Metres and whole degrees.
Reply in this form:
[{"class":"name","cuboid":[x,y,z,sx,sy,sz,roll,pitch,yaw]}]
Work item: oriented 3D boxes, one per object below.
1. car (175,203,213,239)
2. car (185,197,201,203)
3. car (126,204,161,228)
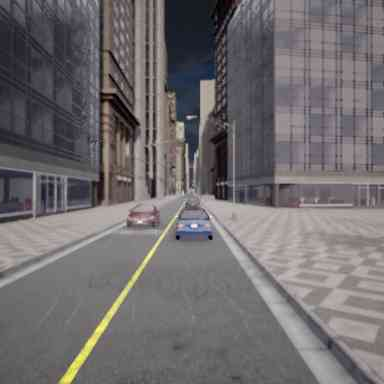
[{"class":"car","cuboid":[0.101,1.549,17.348,2.033,1.411,5.357,0,0,0]},{"class":"car","cuboid":[0.102,1.464,45.107,2.128,1.511,4.902,0,0,0]},{"class":"car","cuboid":[-3.095,1.524,22.050,1.812,1.442,4.674,0,0,0]}]
